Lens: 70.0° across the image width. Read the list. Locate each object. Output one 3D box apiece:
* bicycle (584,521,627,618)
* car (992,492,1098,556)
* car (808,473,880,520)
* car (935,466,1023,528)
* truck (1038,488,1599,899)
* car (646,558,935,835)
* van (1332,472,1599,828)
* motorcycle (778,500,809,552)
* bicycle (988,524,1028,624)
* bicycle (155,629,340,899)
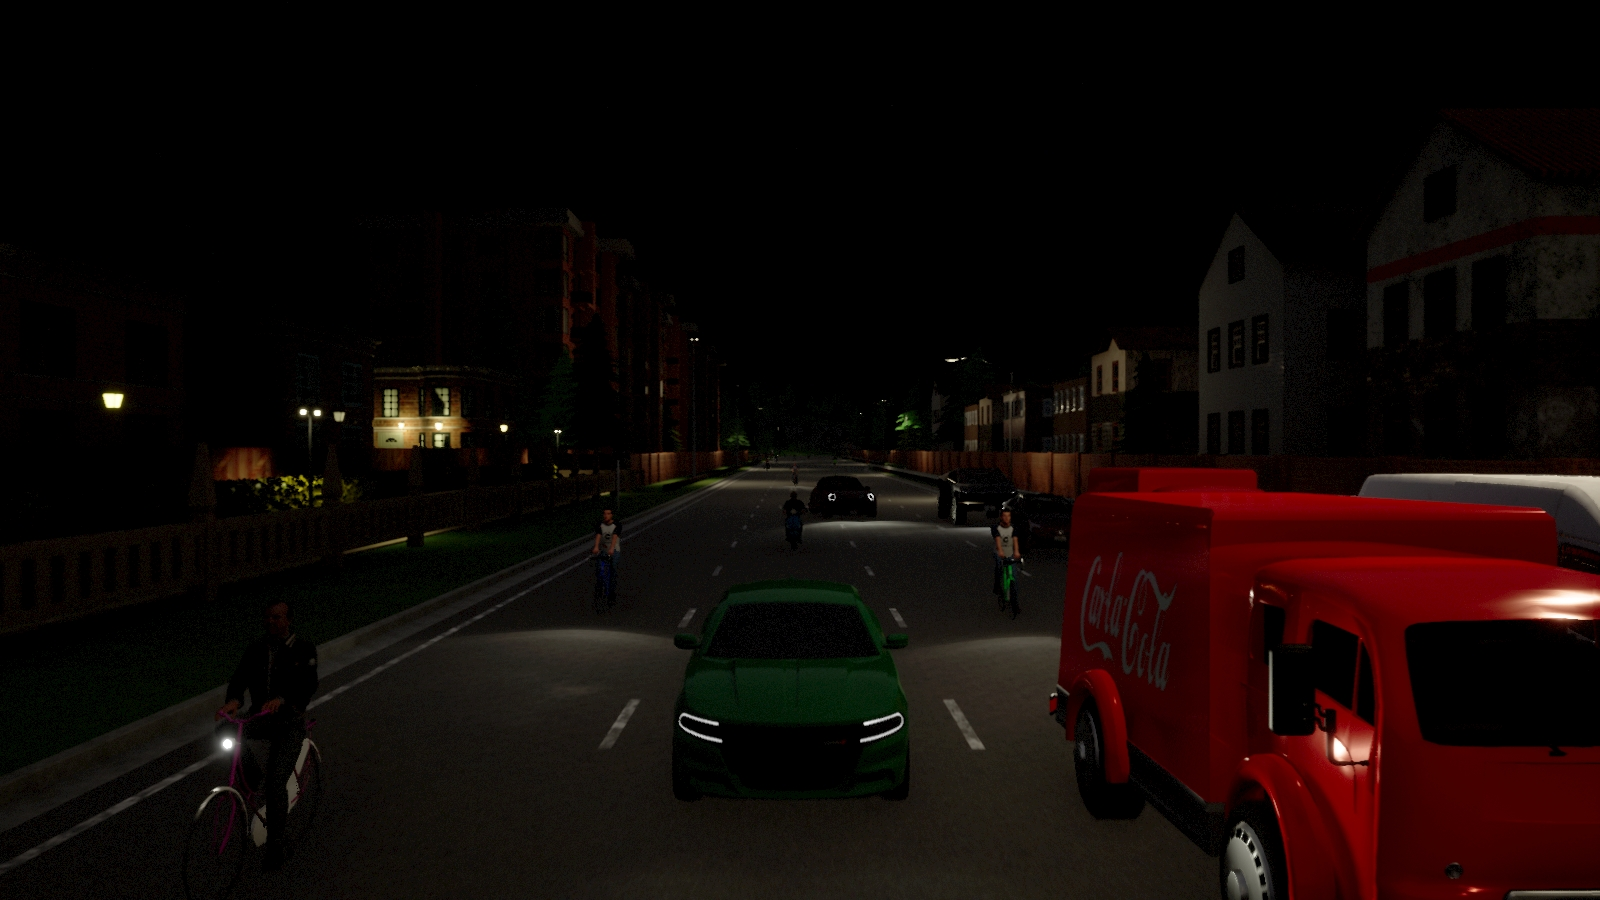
[{"bbox_3d":[-3.354,2.042,19.793,0.373,1.496,1.643,0,1,3],"label":"bicycle"},{"bbox_3d":[6.814,2.018,32.232,2.007,1.525,4.514,0,0,0],"label":"car"},{"bbox_3d":[1.740,1.875,47.251,2.097,1.767,4.553,0,0,-10],"label":"car"},{"bbox_3d":[6.760,1.724,43.884,2.390,2.098,6.274,0,0,0],"label":"car"},{"bbox_3d":[3.434,1.564,7.523,2.627,2.467,5.204,0,0,0],"label":"truck"},{"bbox_3d":[-0.081,2.026,10.796,2.097,1.535,5.006,0,0,0],"label":"car"},{"bbox_3d":[6.928,1.527,9.762,1.988,2.561,5.915,0,0,0],"label":"van"},{"bbox_3d":[-0.175,2.119,32.156,0.856,1.316,1.805,0,0,0],"label":"motorcycle"},{"bbox_3d":[3.468,2.042,19.148,0.373,1.496,1.643,0,0,0],"label":"bicycle"},{"bbox_3d":[-3.553,2.054,7.499,0.329,1.471,1.835,0,0,0],"label":"bicycle"}]
